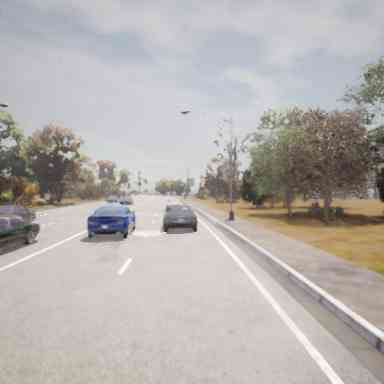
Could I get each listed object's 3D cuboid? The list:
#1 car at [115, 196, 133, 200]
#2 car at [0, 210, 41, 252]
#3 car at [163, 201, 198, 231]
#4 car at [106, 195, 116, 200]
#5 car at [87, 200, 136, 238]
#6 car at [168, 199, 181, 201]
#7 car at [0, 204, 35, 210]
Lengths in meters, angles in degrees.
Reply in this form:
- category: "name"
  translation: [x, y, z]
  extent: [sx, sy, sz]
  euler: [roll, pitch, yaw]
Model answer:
- category: "car"
  translation: [-10.307, 1.380, 52.722]
  extent: [2.033, 1.411, 5.357]
  euler: [0, 0, -4]
- category: "car"
  translation: [-7.492, 1.570, 12.416]
  extent: [1.895, 1.301, 4.718]
  euler: [0, 0, -3]
- category: "car"
  translation: [-0.742, 1.497, 20.131]
  extent: [1.994, 1.385, 4.181]
  euler: [0, 0, -4]
- category: "car"
  translation: [-14.387, 1.335, 60.652]
  extent: [1.812, 1.442, 4.674]
  euler: [0, 0, -4]
- category: "car"
  translation: [-4.080, 1.424, 17.506]
  extent: [1.882, 1.535, 5.008]
  euler: [0, 0, -3]
- category: "car"
  translation: [-2.029, 1.473, 38.205]
  extent: [1.895, 1.301, 4.718]
  euler: [0, 0, -4]
- category: "car"
  translation: [-11.481, 1.493, 20.754]
  extent: [2.033, 1.411, 5.357]
  euler: [0, 0, -4]
